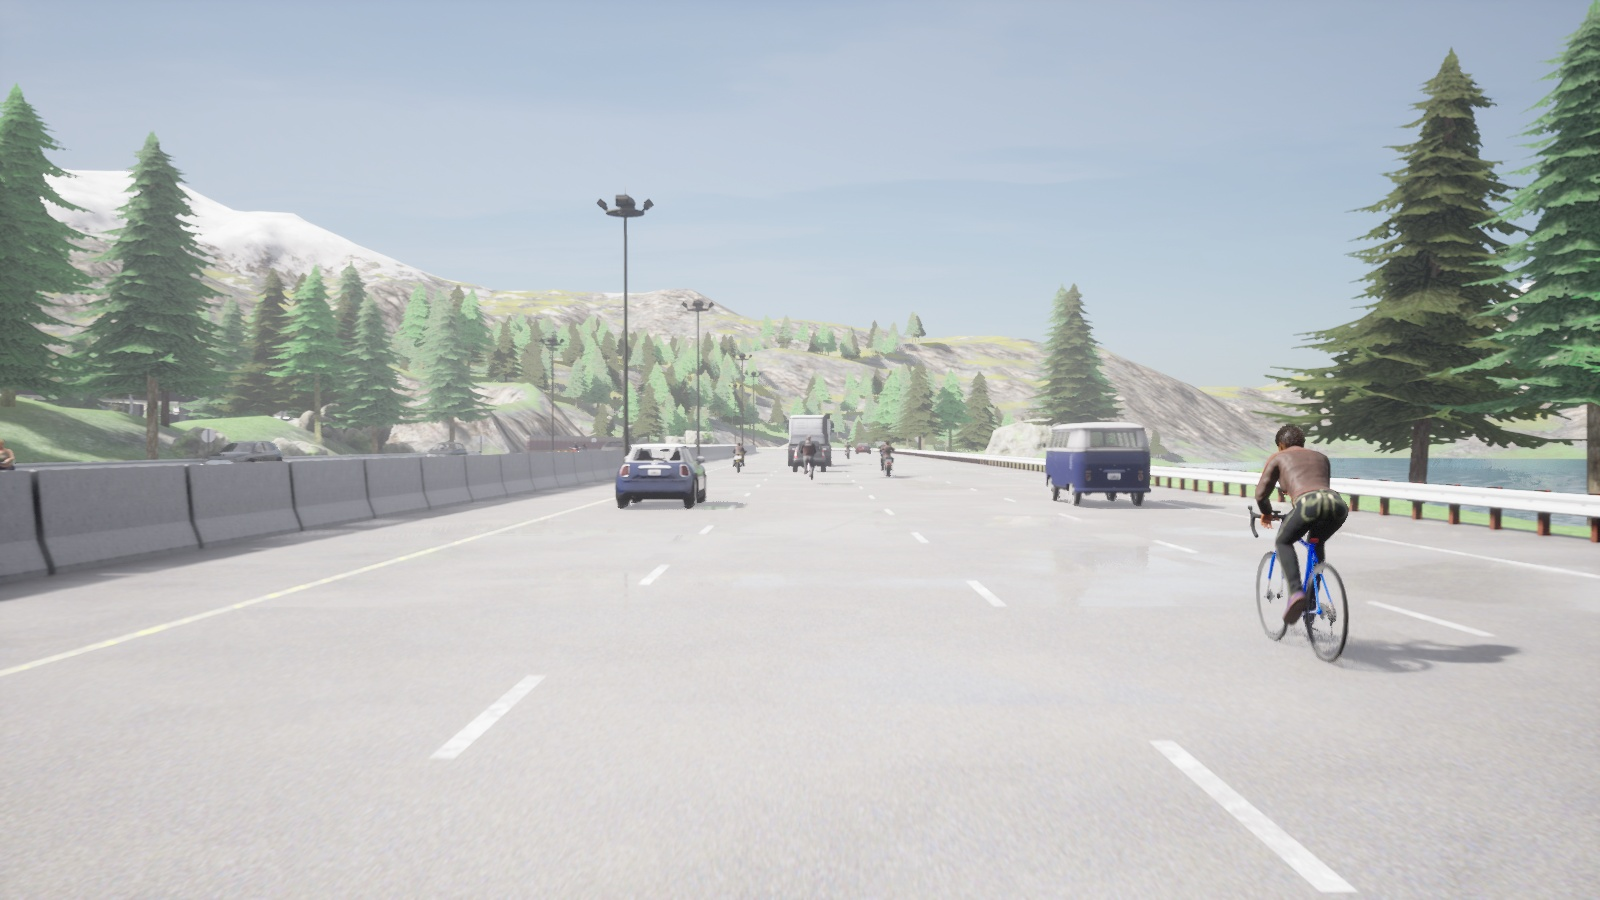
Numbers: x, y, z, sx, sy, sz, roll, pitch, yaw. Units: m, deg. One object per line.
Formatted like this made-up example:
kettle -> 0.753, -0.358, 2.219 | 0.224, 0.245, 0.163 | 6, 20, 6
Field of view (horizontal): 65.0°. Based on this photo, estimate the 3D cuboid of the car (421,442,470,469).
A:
car -> -20.452, 0.298, 72.577 | 1.789, 1.549, 3.705 | 0, 0, 1

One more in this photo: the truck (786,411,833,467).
truck -> 0.634, -0.699, 82.391 | 2.891, 3.462, 7.936 | 0, 0, 1

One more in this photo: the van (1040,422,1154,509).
van -> 7.199, 0.331, 30.899 | 1.775, 1.987, 4.442 | 0, 0, 0

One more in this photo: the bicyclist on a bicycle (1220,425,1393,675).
bicyclist on a bicycle -> 3.568, 0.652, 8.990 | 0.582, 1.620, 1.656 | 0, 0, 0

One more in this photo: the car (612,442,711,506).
car -> -3.304, 0.537, 30.566 | 1.970, 1.475, 3.806 | 0, 0, 0

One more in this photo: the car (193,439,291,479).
car -> -24.112, 0.350, 54.450 | 2.033, 1.649, 4.856 | 0, 0, 0

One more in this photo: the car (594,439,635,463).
car -> -13.298, 0.070, 90.259 | 2.242, 1.667, 4.611 | 0, 0, 1

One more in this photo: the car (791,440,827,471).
car -> 0.492, 0.273, 66.028 | 1.851, 1.617, 3.988 | 0, 0, 0

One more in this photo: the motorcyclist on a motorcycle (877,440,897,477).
motorcyclist on a motorcycle -> 3.910, 0.381, 56.619 | 0.766, 1.649, 2.350 | 0, 0, 0
